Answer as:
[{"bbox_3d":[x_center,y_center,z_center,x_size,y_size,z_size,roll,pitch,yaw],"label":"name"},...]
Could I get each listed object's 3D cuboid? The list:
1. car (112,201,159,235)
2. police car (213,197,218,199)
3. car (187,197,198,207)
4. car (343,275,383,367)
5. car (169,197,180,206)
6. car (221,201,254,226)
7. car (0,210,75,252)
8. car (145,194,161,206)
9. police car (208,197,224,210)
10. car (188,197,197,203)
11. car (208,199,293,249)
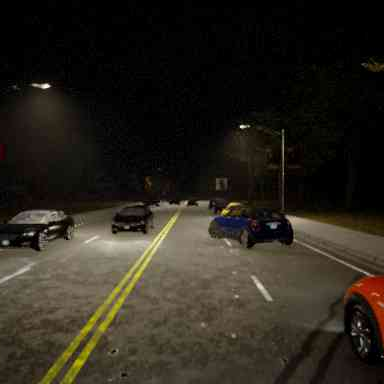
[{"bbox_3d":[-3.317,1.537,19.456,1.882,1.535,5.008,0,0,0],"label":"car"},{"bbox_3d":[3.312,1.542,36.183,1.930,1.638,5.238,0,0,0],"label":"police car"},{"bbox_3d":[0.097,1.733,55.825,2.033,1.411,5.357,0,0,0],"label":"car"},{"bbox_3d":[3.256,1.362,3.038,2.097,1.767,4.553,0,0,0],"label":"car"},{"bbox_3d":[-3.184,1.680,60.568,1.882,1.535,5.008,0,0,1],"label":"car"},{"bbox_3d":[3.293,1.536,25.261,1.801,1.575,5.366,0,0,0],"label":"car"},{"bbox_3d":[-6.576,1.534,14.189,2.128,1.511,4.902,0,0,0],"label":"car"},{"bbox_3d":[-6.468,1.404,55.219,2.150,2.045,5.566,0,0,1],"label":"car"},{"bbox_3d":[3.331,1.580,47.184,1.930,1.638,5.238,0,0,0],"label":"police car"},{"bbox_3d":[0.131,1.825,77.333,1.895,1.301,4.718,0,0,0],"label":"car"},{"bbox_3d":[2.506,1.398,15.187,2.097,1.767,4.553,0,0,-20],"label":"car"}]
